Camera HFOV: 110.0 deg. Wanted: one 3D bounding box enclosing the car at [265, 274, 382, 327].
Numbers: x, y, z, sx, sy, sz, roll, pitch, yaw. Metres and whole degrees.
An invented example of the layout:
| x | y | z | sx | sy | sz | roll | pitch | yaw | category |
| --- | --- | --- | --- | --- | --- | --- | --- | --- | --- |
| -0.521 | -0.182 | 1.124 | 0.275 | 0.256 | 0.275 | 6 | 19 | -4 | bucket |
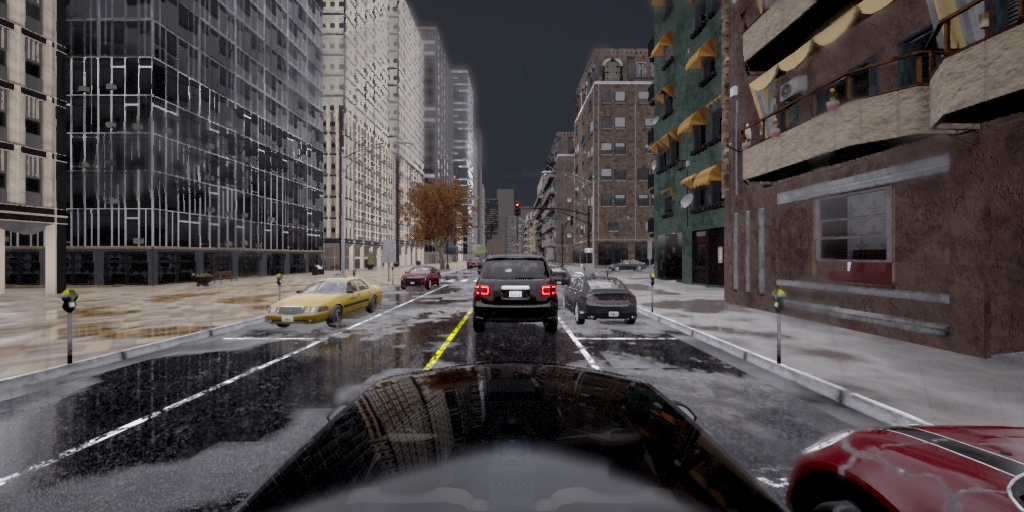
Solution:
| x | y | z | sx | sy | sz | roll | pitch | yaw | category |
| --- | --- | --- | --- | --- | --- | --- | --- | --- | --- |
| -5.689 | 1.276 | 11.498 | 1.751 | 1.417 | 4.829 | 0 | 0 | 0 | car |

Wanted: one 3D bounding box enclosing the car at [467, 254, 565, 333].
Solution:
| x | y | z | sx | sy | sz | roll | pitch | yaw | category |
| --- | --- | --- | --- | --- | --- | --- | --- | --- | --- |
| 0.093 | 0.972 | 10.942 | 2.150 | 2.045 | 5.566 | 0 | 0 | 0 | car |

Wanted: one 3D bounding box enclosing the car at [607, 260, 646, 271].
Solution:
| x | y | z | sx | sy | sz | roll | pitch | yaw | category |
| --- | --- | --- | --- | --- | --- | --- | --- | --- | --- |
| 13.447 | 1.109 | 42.143 | 4.403 | 1.370 | 2.007 | 0 | 0 | -1 | car |

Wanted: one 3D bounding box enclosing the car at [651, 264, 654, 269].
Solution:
| x | y | z | sx | sy | sz | roll | pitch | yaw | category |
| --- | --- | --- | --- | --- | --- | --- | --- | --- | --- |
| 18.844 | 1.006 | 42.196 | 4.829 | 1.417 | 1.751 | 0 | 0 | -1 | car |

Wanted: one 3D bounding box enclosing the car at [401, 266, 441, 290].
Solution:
| x | y | z | sx | sy | sz | roll | pitch | yaw | category |
| --- | --- | --- | --- | --- | --- | --- | --- | --- | --- |
| -5.685 | 1.300 | 22.733 | 1.888 | 1.381 | 4.507 | 0 | 0 | 0 | car |

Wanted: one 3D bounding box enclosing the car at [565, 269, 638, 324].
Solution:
| x | y | z | sx | sy | sz | roll | pitch | yaw | category |
| --- | --- | --- | --- | --- | --- | --- | --- | --- | --- |
| 2.692 | 1.301 | 11.664 | 2.007 | 1.370 | 4.403 | 0 | 0 | 0 | car |

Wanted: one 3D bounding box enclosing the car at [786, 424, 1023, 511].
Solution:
| x | y | z | sx | sy | sz | roll | pitch | yaw | category |
| --- | --- | --- | --- | --- | --- | --- | --- | --- | --- |
| 2.688 | 1.190 | 0.600 | 1.967 | 1.591 | 4.097 | 0 | 0 | 0 | car |
